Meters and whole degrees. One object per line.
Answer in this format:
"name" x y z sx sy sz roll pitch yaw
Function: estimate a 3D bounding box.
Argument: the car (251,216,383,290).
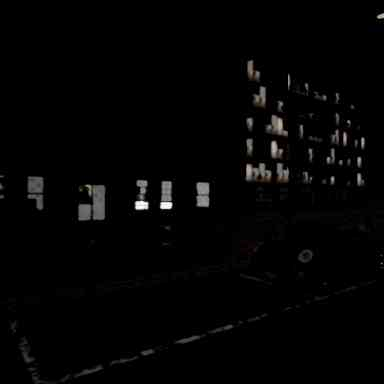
"car" 3.504 1.438 9.049 4.097 1.590 1.967 0 1 -35

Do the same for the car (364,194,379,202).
"car" 44.612 1.467 84.100 2.192 1.841 5.009 1 -1 -35
